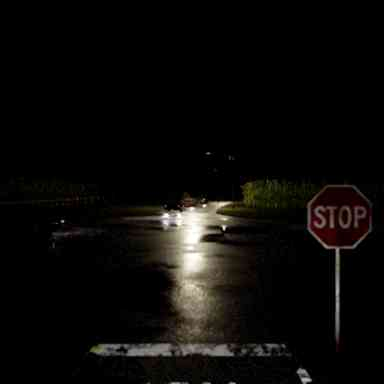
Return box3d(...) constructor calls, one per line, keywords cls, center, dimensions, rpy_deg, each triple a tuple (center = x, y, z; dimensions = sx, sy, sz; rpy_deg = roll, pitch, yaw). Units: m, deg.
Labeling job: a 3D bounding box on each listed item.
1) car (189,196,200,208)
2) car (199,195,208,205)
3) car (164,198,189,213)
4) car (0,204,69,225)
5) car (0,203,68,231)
box3d(cls="car", center=(-0.440, 1.595, 49.542), dimensions=(1.994, 1.385, 4.181), rpy_deg=(0, 0, 9))
box3d(cls="car", center=(1.710, 1.403, 61.271), dimensions=(2.097, 1.767, 4.553), rpy_deg=(0, 0, 12))
box3d(cls="car", center=(-1.871, 1.621, 38.215), dimensions=(1.895, 1.301, 4.718), rpy_deg=(0, 0, 7))
box3d(cls="car", center=(-11.310, 1.542, 23.213), dimensions=(4.718, 1.301, 1.895), rpy_deg=(0, 0, 3))
box3d(cls="car", center=(-9.933, 1.445, 19.428), dimensions=(4.892, 1.490, 1.837), rpy_deg=(0, 0, 3))
